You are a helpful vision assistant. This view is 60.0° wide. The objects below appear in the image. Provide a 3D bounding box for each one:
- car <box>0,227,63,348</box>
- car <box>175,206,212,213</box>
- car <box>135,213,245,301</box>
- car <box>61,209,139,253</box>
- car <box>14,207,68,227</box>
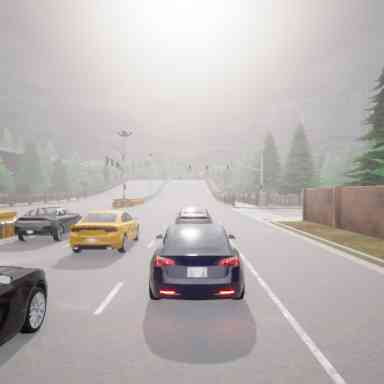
[{"bbox_3d":[-3.400,1.478,3.737,1.882,1.535,5.008,0,0,0],"label":"car"},{"bbox_3d":[0.090,1.492,17.491,2.128,1.511,4.902,0,0,0],"label":"car"},{"bbox_3d":[0.096,1.504,8.400,2.163,1.488,4.792,0,0,0],"label":"car"},{"bbox_3d":[-3.407,1.478,13.754,1.882,1.535,5.008,0,0,0],"label":"car"},{"bbox_3d":[-6.909,1.491,16.599,2.128,1.511,4.902,0,0,0],"label":"car"}]
